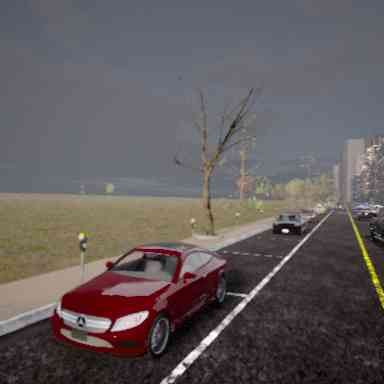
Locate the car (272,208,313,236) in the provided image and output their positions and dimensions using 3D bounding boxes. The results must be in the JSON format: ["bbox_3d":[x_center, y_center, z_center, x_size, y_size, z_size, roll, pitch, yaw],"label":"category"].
[{"bbox_3d":[6.437,1.970,21.644,1.947,1.339,4.313,2,0,24],"label":"car"}]

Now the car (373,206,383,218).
[{"bbox_3d":[25.614,2.609,44.782,1.752,1.417,4.829,2,-1,24],"label":"car"}]

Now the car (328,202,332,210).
[{"bbox_3d":[27.495,2.968,67.958,2.008,1.369,4.403,2,-1,24],"label":"car"}]

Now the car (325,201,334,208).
[{"bbox_3d":[34.517,3.198,83.397,1.967,1.590,4.097,2,-1,24],"label":"car"}]

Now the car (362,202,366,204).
[{"bbox_3d":[24.464,2.633,48.471,1.812,1.442,4.674,1,-1,24],"label":"car"}]

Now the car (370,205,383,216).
[{"bbox_3d":[27.957,2.721,49.935,1.752,1.417,4.829,2,-1,24],"label":"car"}]

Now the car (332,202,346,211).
[{"bbox_3d":[29.461,2.784,66.099,2.097,1.767,4.553,1,-1,24],"label":"car"}]

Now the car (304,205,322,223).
[{"bbox_3d":[11.116,2.210,31.936,1.802,1.307,4.206,2,0,24],"label":"car"}]

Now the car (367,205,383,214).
[{"bbox_3d":[30.228,2.856,54.932,2.008,1.369,4.403,2,-1,24],"label":"car"}]

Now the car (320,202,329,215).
[{"bbox_3d":[18.067,2.488,47.220,1.752,1.417,4.829,2,0,24],"label":"car"}]

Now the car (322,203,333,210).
[{"bbox_3d":[29.834,3.082,73.104,2.008,1.369,4.403,2,-1,24],"label":"car"}]

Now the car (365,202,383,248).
[{"bbox_3d":[10.054,1.623,15.848,2.150,2.045,5.566,1,-1,19],"label":"car"}]

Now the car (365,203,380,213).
[{"bbox_3d":[32.574,2.859,60.085,1.967,1.590,4.097,2,-1,24],"label":"car"}]

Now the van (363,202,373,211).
[{"bbox_3d":[37.262,2.987,70.391,1.690,1.788,3.998,2,-1,24],"label":"van"}]

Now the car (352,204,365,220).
[{"bbox_3d":[19.188,2.400,36.811,2.033,1.411,5.357,1,-1,25],"label":"car"}]

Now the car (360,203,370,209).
[{"bbox_3d":[41.940,3.439,80.694,1.947,1.339,4.313,2,-1,24],"label":"car"}]

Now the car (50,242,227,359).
[{"bbox_3d":[-0.582,1.650,6.206,1.802,1.307,4.206,2,0,24],"label":"car"}]
